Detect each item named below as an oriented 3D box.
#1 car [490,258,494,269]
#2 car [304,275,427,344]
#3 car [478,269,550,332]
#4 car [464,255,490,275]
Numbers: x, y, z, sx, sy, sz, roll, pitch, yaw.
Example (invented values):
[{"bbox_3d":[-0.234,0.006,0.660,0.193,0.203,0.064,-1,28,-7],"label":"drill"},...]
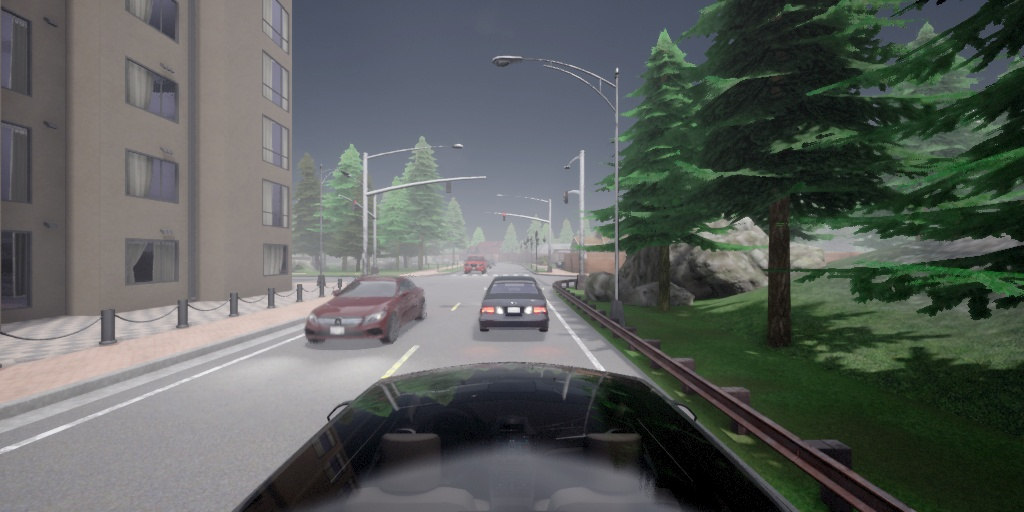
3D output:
[{"bbox_3d":[-4.060,1.226,53.968,1.837,1.490,4.892,0,0,0],"label":"car"},{"bbox_3d":[-3.597,1.276,9.714,1.812,1.442,4.674,0,0,0],"label":"car"},{"bbox_3d":[0.066,1.297,10.825,2.033,1.411,5.357,0,0,1],"label":"car"},{"bbox_3d":[-3.952,0.942,39.387,2.150,2.045,5.566,0,0,-1],"label":"car"}]
